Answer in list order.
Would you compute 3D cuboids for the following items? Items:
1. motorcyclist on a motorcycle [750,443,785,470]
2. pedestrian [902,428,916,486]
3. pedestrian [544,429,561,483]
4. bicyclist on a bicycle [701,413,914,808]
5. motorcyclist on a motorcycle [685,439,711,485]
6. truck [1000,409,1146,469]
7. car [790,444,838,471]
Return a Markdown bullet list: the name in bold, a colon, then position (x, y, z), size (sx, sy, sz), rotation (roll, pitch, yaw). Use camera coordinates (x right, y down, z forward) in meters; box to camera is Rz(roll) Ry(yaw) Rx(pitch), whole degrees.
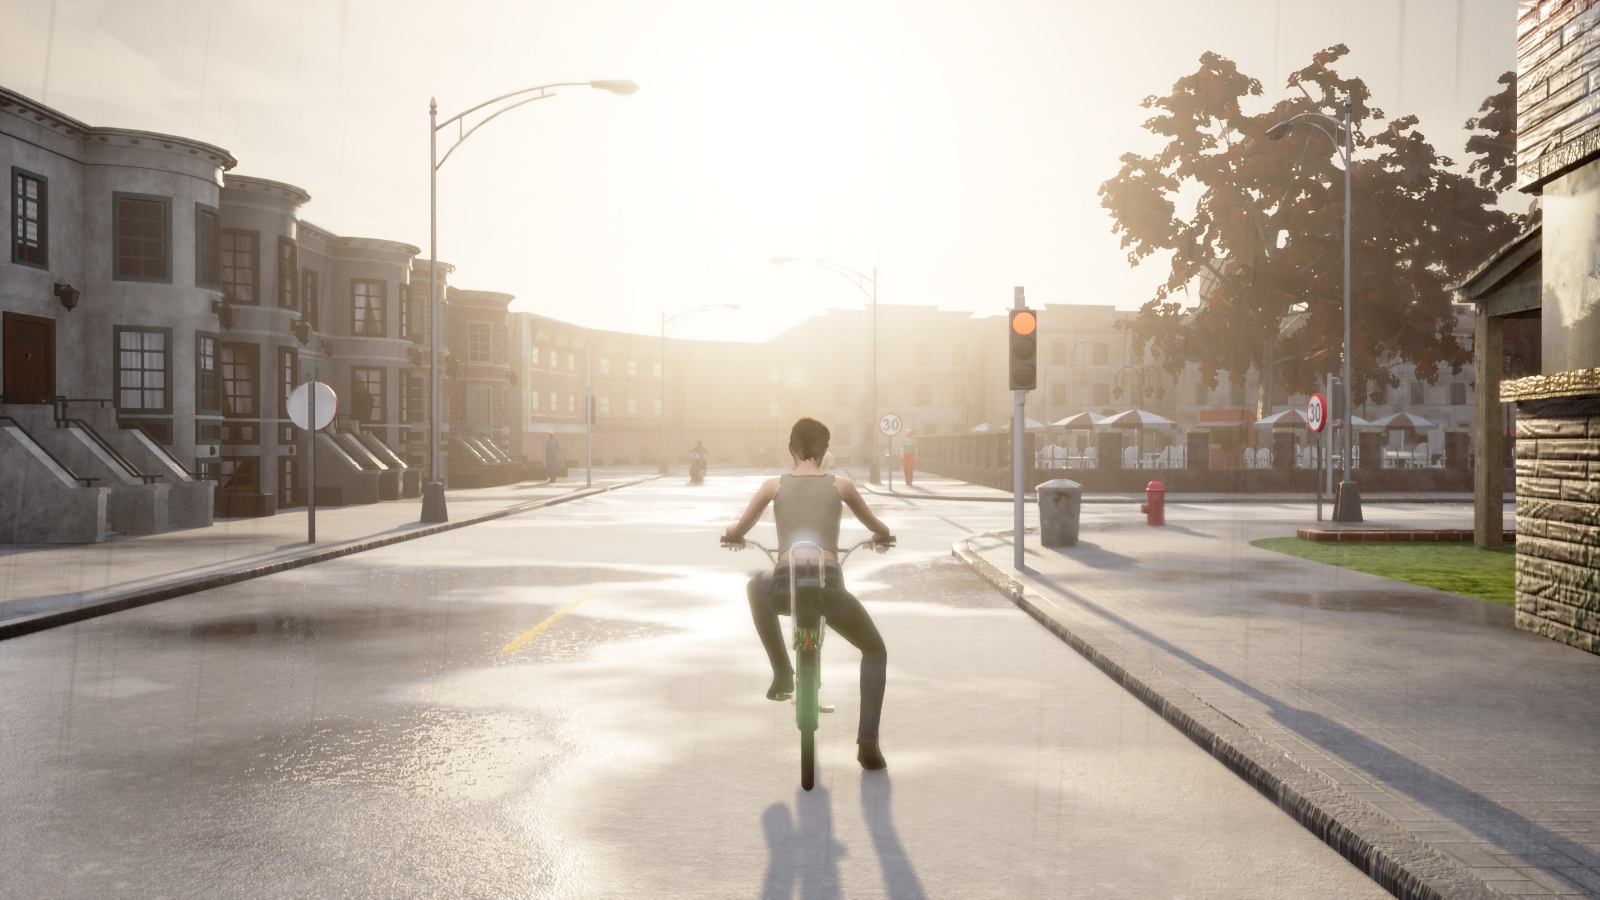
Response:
- **motorcyclist on a motorcycle**: position (-1.860, 0.368, 73.149), size (0.866, 1.530, 2.191), rotation (2, 1, 36)
- **pedestrian**: position (3.478, 0.232, 40.177), size (0.345, 1.836, 0.594), rotation (0, 0, 15)
- **pedestrian**: position (-8.563, 0.201, 43.424), size (0.354, 1.836, 0.706), rotation (0, 0, 8)
- **bicyclist on a bicycle**: position (0.037, 0.650, 5.875), size (0.866, 1.612, 1.509), rotation (0, 0, 0)
- **motorcyclist on a motorcycle**: position (-3.778, 0.429, 46.842), size (0.766, 1.649, 2.350), rotation (0, 0, 0)
- **truck**: position (15.994, -0.641, 73.976), size (7.936, 3.462, 2.891), rotation (0, 0, 1)
- **car**: position (0.821, 0.384, 69.016), size (1.812, 1.442, 4.674), rotation (0, 0, 11)
